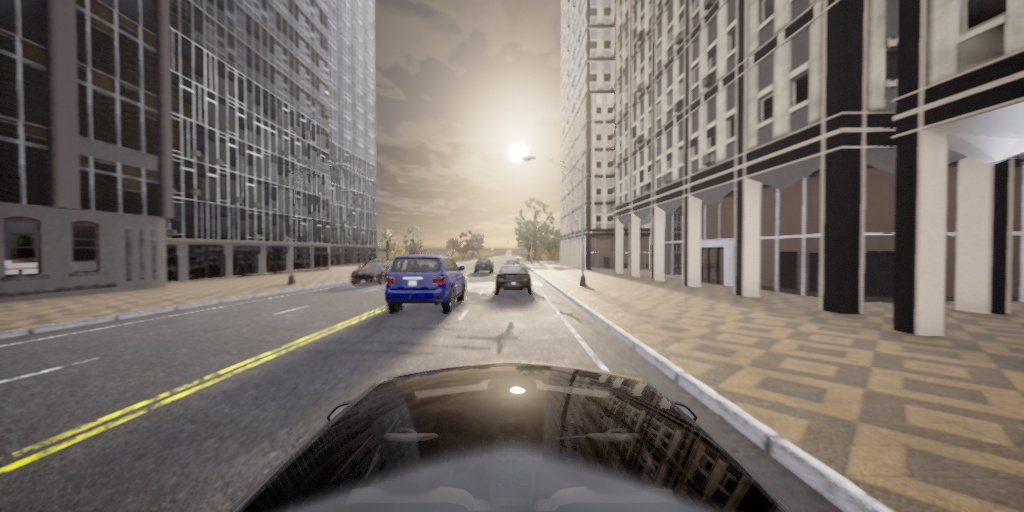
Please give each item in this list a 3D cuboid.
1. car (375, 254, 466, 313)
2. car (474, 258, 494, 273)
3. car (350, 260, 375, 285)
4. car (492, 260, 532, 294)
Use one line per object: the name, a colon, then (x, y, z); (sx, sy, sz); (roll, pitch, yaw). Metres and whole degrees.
car: (-3.168, 0.958, 14.104); (2.150, 2.045, 5.566); (0, 0, 0)
car: (-3.199, 1.034, 42.297); (2.097, 1.767, 4.553); (0, 0, 0)
car: (-9.871, 1.082, 25.992); (2.097, 1.767, 4.553); (0, 0, 0)
car: (0.076, 1.197, 20.114); (1.882, 1.535, 5.008); (0, 0, 0)
